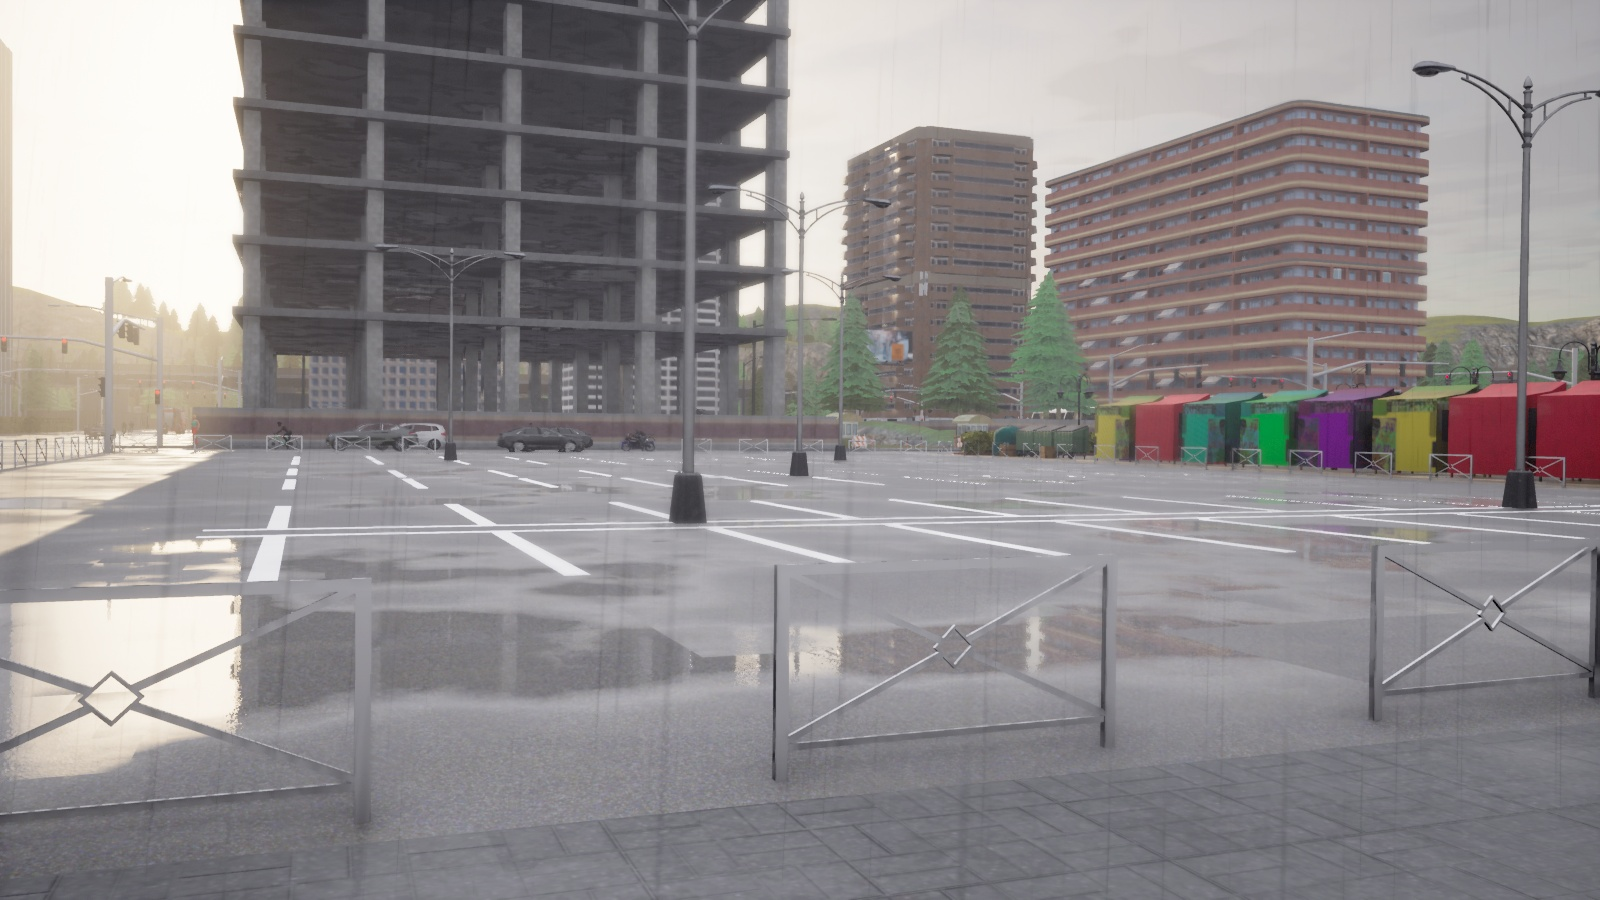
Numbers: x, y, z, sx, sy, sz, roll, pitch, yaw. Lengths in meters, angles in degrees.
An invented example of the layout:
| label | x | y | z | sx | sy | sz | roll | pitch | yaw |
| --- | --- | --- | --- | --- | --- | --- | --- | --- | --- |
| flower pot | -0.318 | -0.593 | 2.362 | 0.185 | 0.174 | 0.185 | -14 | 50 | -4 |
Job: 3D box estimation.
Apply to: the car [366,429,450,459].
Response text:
| label | x | y | z | sx | sy | sz | roll | pitch | yaw |
| --- | --- | --- | --- | --- | --- | --- | --- | --- | --- |
| car | -23.501 | -0.382 | 75.183 | 4.611 | 1.667 | 2.242 | -1 | 1 | -22 |

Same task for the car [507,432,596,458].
| label | x | y | z | sx | sy | sz | roll | pitch | yaw |
| --- | --- | --- | --- | --- | --- | --- | --- | --- | --- |
| car | -14.821 | -0.311 | 74.886 | 4.892 | 1.490 | 1.837 | -1 | 1 | -22 |

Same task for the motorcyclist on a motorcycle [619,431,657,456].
| label | x | y | z | sx | sy | sz | roll | pitch | yaw |
| --- | --- | --- | --- | --- | --- | --- | --- | --- | --- |
| motorcyclist on a motorcycle | -10.375 | -0.419 | 80.431 | 2.191 | 1.530 | 0.866 | -1 | 1 | -22 |

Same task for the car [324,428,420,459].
| label | x | y | z | sx | sy | sz | roll | pitch | yaw |
| --- | --- | --- | --- | --- | --- | --- | --- | --- | --- |
| car | -24.227 | -0.374 | 71.120 | 5.027 | 1.651 | 2.152 | -1 | 1 | -22 |

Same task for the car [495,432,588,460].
| label | x | y | z | sx | sy | sz | roll | pitch | yaw |
| --- | --- | --- | --- | --- | --- | --- | --- | --- | --- |
| car | -14.654 | -0.252 | 71.182 | 4.892 | 1.490 | 1.837 | -1 | 1 | -22 |

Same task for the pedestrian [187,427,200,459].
| label | x | y | z | sx | sy | sz | roll | pitch | yaw |
| --- | --- | --- | --- | --- | --- | --- | --- | --- | --- |
| pedestrian | -35.640 | -0.420 | 73.840 | 0.345 | 1.836 | 0.594 | 0 | 1 | 21 |
